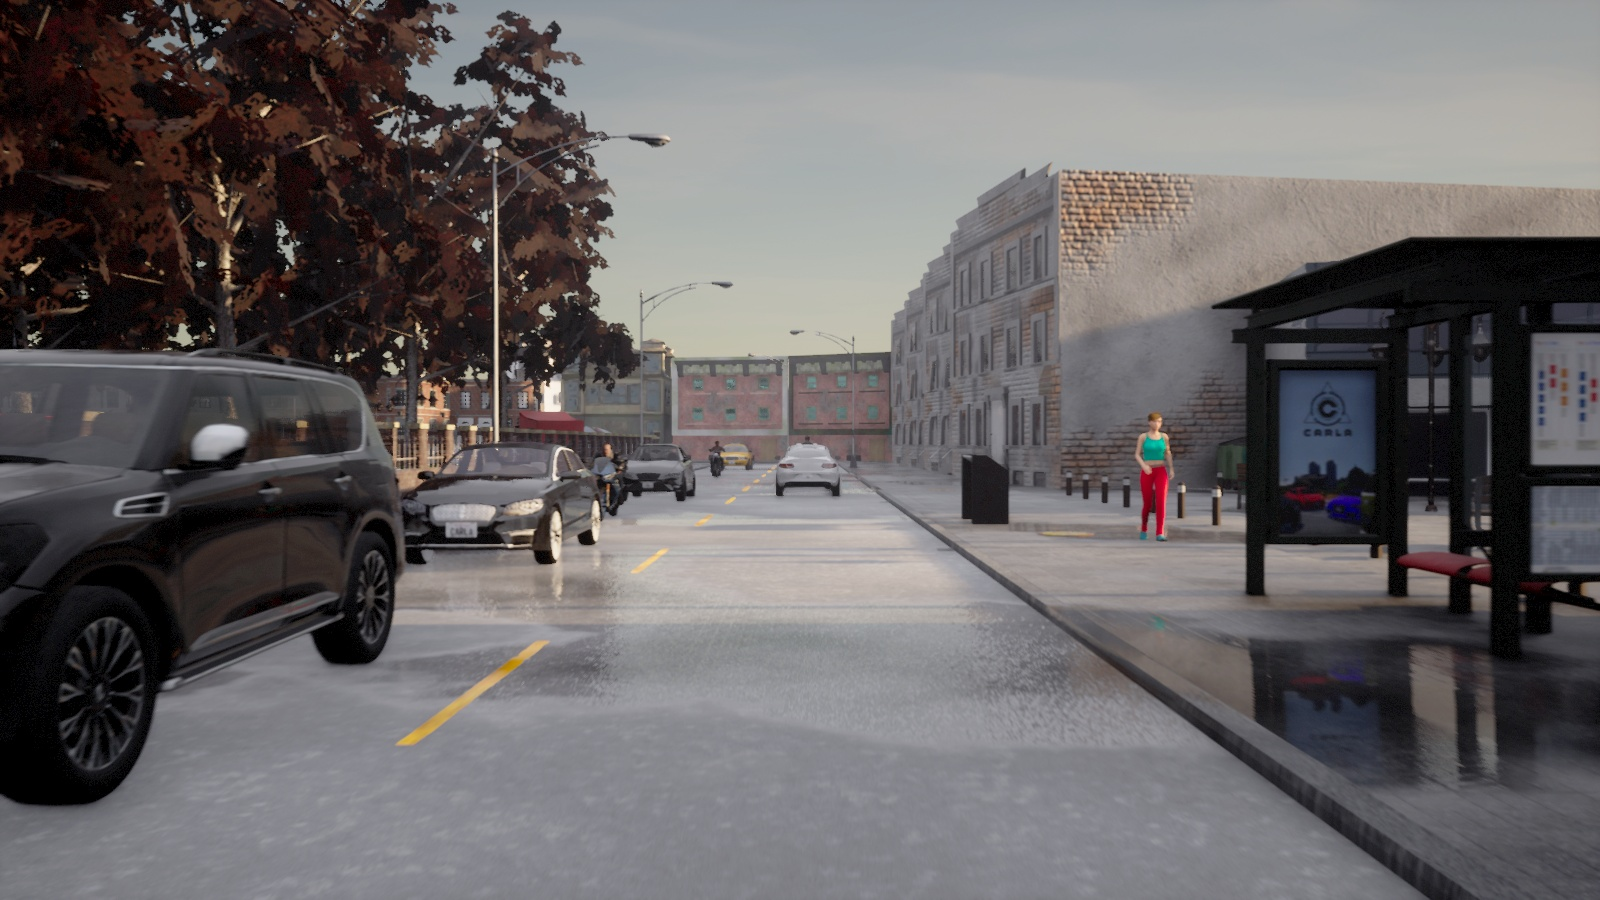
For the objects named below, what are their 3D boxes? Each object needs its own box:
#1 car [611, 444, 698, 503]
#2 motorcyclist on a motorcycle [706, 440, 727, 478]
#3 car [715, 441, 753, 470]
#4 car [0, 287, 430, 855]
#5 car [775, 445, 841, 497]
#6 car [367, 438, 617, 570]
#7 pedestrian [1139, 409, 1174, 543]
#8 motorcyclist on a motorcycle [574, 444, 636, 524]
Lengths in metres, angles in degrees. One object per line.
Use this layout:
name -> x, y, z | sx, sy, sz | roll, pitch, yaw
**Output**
car -> -3.793, 0.569, 33.346 | 1.816, 1.474, 4.193 | 0, 0, 0
motorcyclist on a motorcycle -> -3.691, 0.381, 55.525 | 0.766, 1.649, 2.350 | 0, 0, 0
car -> -3.621, 0.289, 69.802 | 1.801, 1.575, 5.366 | 0, 0, 1
car -> -3.948, 0.423, 6.941 | 2.150, 2.045, 5.566 | 0, 0, 0
car -> 0.227, 0.563, 37.119 | 1.812, 1.442, 4.674 | 0, 0, 0
car -> -3.887, 0.605, 16.842 | 2.128, 1.511, 4.902 | 0, 0, 0
pedestrian -> 4.953, 0.355, 17.464 | 0.345, 1.836, 0.594 | 0, 0, 5
motorcyclist on a motorcycle -> -3.841, 0.638, 24.890 | 0.866, 1.530, 2.191 | 0, 0, 0
